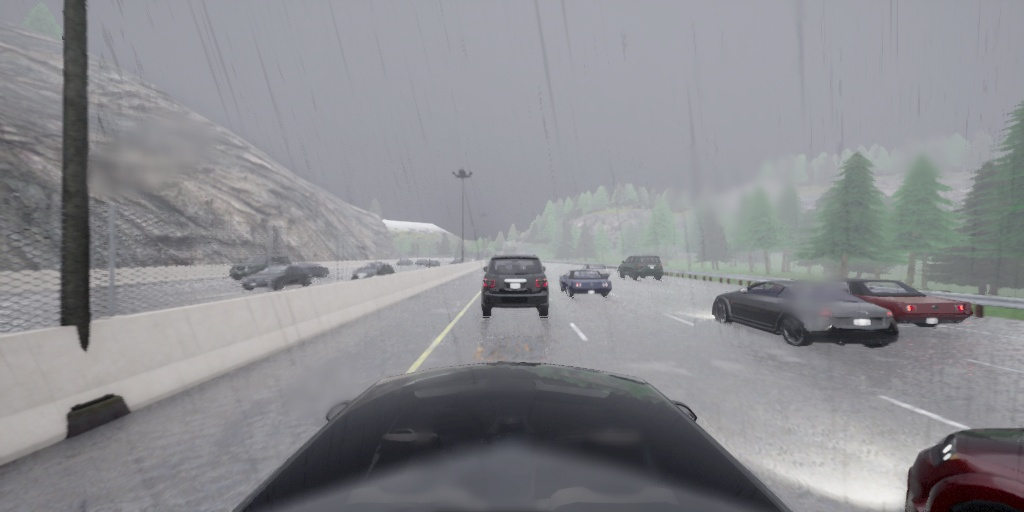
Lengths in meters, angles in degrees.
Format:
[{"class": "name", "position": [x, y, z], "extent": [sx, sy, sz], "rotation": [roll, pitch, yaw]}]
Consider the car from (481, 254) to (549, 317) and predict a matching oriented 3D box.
[{"class": "car", "position": [0.100, 0.968, 13.254], "extent": [2.150, 2.045, 5.566], "rotation": [0, 0, 0]}]

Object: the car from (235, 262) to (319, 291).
[{"class": "car", "position": [-14.098, 1.270, 21.905], "extent": [1.812, 1.442, 4.674], "rotation": [0, 0, 0]}]

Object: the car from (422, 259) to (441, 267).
[{"class": "car", "position": [-14.004, 1.295, 63.691], "extent": [1.994, 1.385, 4.181], "rotation": [0, 0, 1]}]

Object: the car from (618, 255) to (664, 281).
[{"class": "car", "position": [10.601, 0.963, 29.845], "extent": [2.150, 2.045, 5.566], "rotation": [0, 0, 0]}]

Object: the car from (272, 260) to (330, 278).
[{"class": "car", "position": [-17.598, 1.290, 30.541], "extent": [2.033, 1.411, 5.357], "rotation": [0, 0, 0]}]

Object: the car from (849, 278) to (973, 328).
[{"class": "car", "position": [10.601, 1.348, 11.279], "extent": [1.895, 1.301, 4.718], "rotation": [0, 0, 0]}]

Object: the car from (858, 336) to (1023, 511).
[{"class": "car", "position": [3.600, 1.314, 0.589], "extent": [1.994, 1.385, 4.181], "rotation": [0, 0, 0]}]

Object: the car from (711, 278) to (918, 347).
[{"class": "car", "position": [7.100, 1.311, 9.282], "extent": [1.994, 1.385, 4.181], "rotation": [0, 0, 0]}]

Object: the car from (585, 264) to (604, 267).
[{"class": "car", "position": [7.101, 1.342, 31.409], "extent": [1.895, 1.301, 4.718], "rotation": [0, 0, 0]}]

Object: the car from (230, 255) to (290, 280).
[{"class": "car", "position": [-21.097, 0.962, 30.548], "extent": [2.150, 2.045, 5.566], "rotation": [0, 0, 0]}]

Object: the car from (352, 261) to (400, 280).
[{"class": "car", "position": [-10.596, 1.234, 27.706], "extent": [2.128, 1.511, 4.902], "rotation": [0, 0, 0]}]

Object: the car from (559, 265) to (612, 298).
[{"class": "car", "position": [3.600, 1.346, 18.468], "extent": [1.895, 1.301, 4.718], "rotation": [0, 0, 0]}]
